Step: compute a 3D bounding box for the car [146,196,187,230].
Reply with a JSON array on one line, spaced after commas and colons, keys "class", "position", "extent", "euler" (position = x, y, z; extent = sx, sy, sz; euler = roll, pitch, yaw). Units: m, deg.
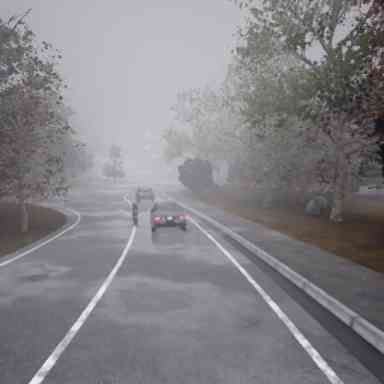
[{"class": "car", "position": [-1.409, 1.218, 18.546], "extent": [2.033, 1.411, 5.357], "euler": [-1, 2, -8]}]

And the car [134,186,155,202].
[{"class": "car", "position": [-5.109, 0.122, 35.526], "extent": [2.128, 1.511, 4.902], "euler": [-1, 5, -13]}]
